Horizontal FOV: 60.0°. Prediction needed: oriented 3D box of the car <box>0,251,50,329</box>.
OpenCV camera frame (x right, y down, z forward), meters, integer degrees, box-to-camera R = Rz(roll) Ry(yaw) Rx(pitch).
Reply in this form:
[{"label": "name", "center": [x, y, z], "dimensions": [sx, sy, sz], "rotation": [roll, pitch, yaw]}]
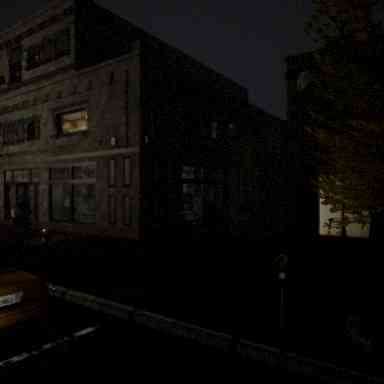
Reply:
[{"label": "car", "center": [-4.549, 1.526, 6.122], "dimensions": [4.829, 1.417, 1.752], "rotation": [0, 0, 35]}]
